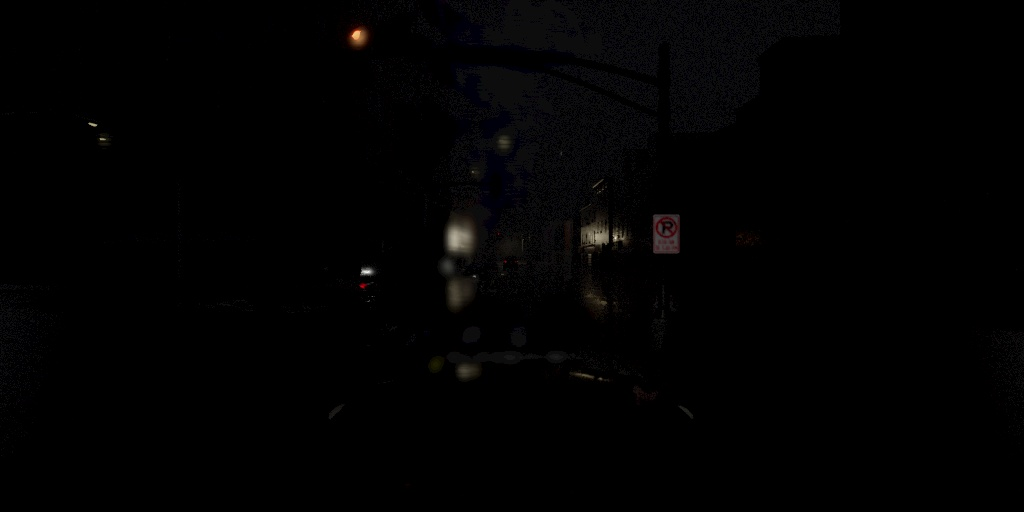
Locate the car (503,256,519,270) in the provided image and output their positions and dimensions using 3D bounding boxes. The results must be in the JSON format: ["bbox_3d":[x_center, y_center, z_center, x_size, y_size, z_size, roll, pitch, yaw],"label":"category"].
[{"bbox_3d":[-0.194,0.979,52.552,2.150,2.045,5.566,0,0,0],"label":"car"}]

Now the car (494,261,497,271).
[{"bbox_3d":[-3.020,1.304,48.798,2.033,1.411,5.357,0,0,0],"label":"car"}]

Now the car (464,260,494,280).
[{"bbox_3d":[-2.963,1.298,31.508,2.033,1.411,5.357,0,0,0],"label":"car"}]

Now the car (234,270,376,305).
[{"bbox_3d":[-8.928,1.331,15.870,5.357,1.411,2.033,0,0,-7],"label":"car"}]
